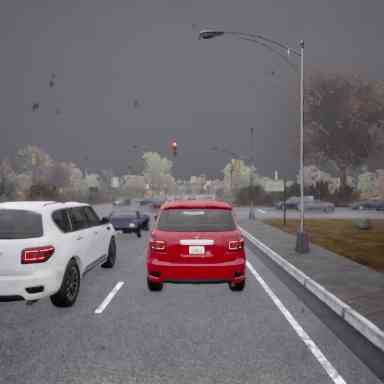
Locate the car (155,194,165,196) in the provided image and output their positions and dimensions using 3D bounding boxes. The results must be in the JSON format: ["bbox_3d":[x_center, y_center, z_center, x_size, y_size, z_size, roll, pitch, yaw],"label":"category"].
[{"bbox_3d":[-7.051,1.351,69.118,2.097,1.767,4.553,0,0,0],"label":"car"}]

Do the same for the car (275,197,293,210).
[{"bbox_3d":[12.602,1.352,41.081,4.553,1.767,2.097,0,0,3],"label":"car"}]

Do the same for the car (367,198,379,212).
[{"bbox_3d":[23.085,1.212,37.008,5.566,2.045,2.150,0,0,3],"label":"car"}]

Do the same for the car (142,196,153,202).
[{"bbox_3d":[-10.558,1.552,79.194,1.994,1.385,4.181,0,0,0],"label":"car"}]

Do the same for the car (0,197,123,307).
[{"bbox_3d":[-3.406,1.221,8.092,2.150,2.045,5.566,0,0,0],"label":"car"}]

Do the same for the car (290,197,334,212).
[{"bbox_3d":[13.750,1.564,37.511,4.181,1.385,1.994,0,0,3],"label":"car"}]

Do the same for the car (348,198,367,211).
[{"bbox_3d":[21.732,1.498,40.588,4.892,1.490,1.837,0,0,3],"label":"car"}]

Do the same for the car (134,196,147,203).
[{"bbox_3d":[-10.550,1.601,68.488,1.895,1.301,4.718,0,0,0],"label":"car"}]

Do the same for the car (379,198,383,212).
[{"bbox_3d":[22.268,1.539,33.325,5.357,1.411,2.033,0,0,3],"label":"car"}]

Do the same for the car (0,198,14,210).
[{"bbox_3d":[-26.095,1.547,42.980,5.357,1.411,2.033,0,0,8],"label":"car"}]

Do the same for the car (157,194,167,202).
[{"bbox_3d":[-7.058,1.355,79.217,2.097,1.767,4.553,0,0,0],"label":"car"}]

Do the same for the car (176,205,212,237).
[{"bbox_3d":[0.087,1.526,18.847,1.812,1.442,4.674,0,0,0],"label":"car"}]

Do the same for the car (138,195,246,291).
[{"bbox_3d":[0.091,1.221,9.153,2.150,2.045,5.566,0,0,0],"label":"car"}]

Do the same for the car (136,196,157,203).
[{"bbox_3d":[-7.132,1.601,52.405,1.895,1.301,4.718,0,0,0],"label":"car"}]

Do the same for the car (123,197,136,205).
[{"bbox_3d":[-10.888,1.491,51.856,2.128,1.511,4.902,0,0,5],"label":"car"}]

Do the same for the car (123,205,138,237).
[{"bbox_3d":[-3.412,1.601,17.860,1.895,1.301,4.718,0,0,0],"label":"car"}]
